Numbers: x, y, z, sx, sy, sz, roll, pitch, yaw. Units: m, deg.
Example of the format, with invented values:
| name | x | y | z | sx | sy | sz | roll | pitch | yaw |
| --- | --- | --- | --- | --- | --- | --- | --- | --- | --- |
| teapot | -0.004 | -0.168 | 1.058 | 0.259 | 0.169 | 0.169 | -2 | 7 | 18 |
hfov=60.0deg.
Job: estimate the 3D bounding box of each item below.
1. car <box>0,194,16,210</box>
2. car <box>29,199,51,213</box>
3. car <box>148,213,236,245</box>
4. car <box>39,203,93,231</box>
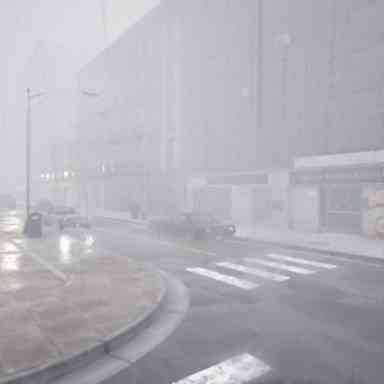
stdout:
| name | x | y | z | sx | sy | sz | roll | pitch | yaw |
| --- | --- | --- | --- | --- | --- | --- | --- | --- | --- |
| car | -23.815 | 1.260 | 41.958 | 2.150 | 2.045 | 5.566 | 0 | 0 | -37 |
| car | -17.436 | 1.544 | 38.334 | 1.837 | 1.490 | 4.892 | 0 | 0 | -37 |
| car | -0.209 | 1.638 | 15.840 | 1.895 | 1.301 | 4.718 | 0 | 0 | -37 |
| car | -7.981 | 1.630 | 21.135 | 1.895 | 1.301 | 4.718 | 0 | 0 | -37 |
